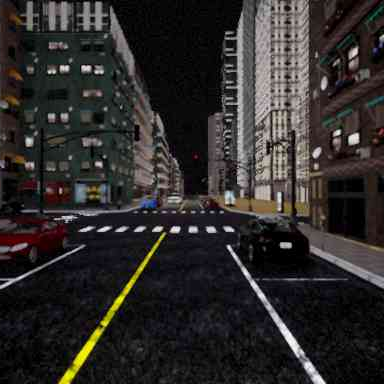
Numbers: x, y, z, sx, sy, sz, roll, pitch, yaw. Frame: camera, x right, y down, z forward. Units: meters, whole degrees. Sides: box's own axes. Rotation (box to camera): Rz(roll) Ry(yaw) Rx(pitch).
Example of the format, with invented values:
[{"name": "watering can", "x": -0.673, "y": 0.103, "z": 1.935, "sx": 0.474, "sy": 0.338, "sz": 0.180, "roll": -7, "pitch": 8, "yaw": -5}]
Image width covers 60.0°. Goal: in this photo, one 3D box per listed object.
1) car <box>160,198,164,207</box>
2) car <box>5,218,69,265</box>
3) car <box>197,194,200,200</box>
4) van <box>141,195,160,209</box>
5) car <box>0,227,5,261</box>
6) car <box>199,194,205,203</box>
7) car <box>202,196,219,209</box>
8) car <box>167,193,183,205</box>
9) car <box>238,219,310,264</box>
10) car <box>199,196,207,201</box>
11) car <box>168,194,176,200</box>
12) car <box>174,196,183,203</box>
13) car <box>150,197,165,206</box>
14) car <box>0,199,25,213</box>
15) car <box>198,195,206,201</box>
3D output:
[{"name": "car", "x": -5.687, "y": 1.330, "z": 49.556, "sx": 2.192, "sy": 1.841, "sz": 5.009, "roll": 0, "pitch": 0, "yaw": 0}, {"name": "car", "x": -5.685, "y": 1.582, "z": 11.634, "sx": 1.802, "sy": 1.307, "sz": 4.206, "roll": 0, "pitch": 0, "yaw": 0}, {"name": "car", "x": 2.690, "y": 1.471, "z": 71.667, "sx": 1.967, "sy": 1.590, "sz": 4.097, "roll": 0, "pitch": 0, "yaw": 0}, {"name": "van", "x": -5.687, "y": 1.353, "z": 44.029, "sx": 1.690, "sy": 1.788, "sz": 3.998, "roll": 0, "pitch": 0, "yaw": 0}, {"name": "car", "x": -5.684, "y": 1.566, "z": 6.111, "sx": 1.947, "sy": 1.339, "sz": 4.313, "roll": 0, "pitch": 0, "yaw": 0}, {"name": "car", "x": 2.692, "y": 1.459, "z": 55.084, "sx": 1.967, "sy": 1.590, "sz": 4.097, "roll": 0, "pitch": 0, "yaw": 0}, {"name": "car", "x": 2.692, "y": 1.594, "z": 44.028, "sx": 1.802, "sy": 1.307, "sz": 4.206, "roll": 0, "pitch": 0, "yaw": 0}, {"name": "car", "x": -3.045, "y": 1.240, "z": 58.416, "sx": 2.150, "sy": 2.045, "sz": 5.566, "roll": 0, "pitch": 0, "yaw": 1}, {"name": "car", "x": 2.696, "y": 1.566, "z": 11.623, "sx": 1.947, "sy": 1.339, "sz": 4.313, "roll": 0, "pitch": 0, "yaw": 0}, {"name": "car", "x": 2.688, "y": 1.594, "z": 82.722, "sx": 2.008, "sy": 1.369, "sz": 4.403, "roll": 0, "pitch": 0, "yaw": 0}, {"name": "car", "x": -5.693, "y": 1.497, "z": 93.777, "sx": 1.967, "sy": 1.590, "sz": 4.097, "roll": 0, "pitch": 0, "yaw": 0}, {"name": "car", "x": -3.007, "y": 1.554, "z": 73.906, "sx": 1.812, "sy": 1.442, "sz": 4.674, "roll": 0, "pitch": 0, "yaw": 0}, {"name": "car", "x": -5.690, "y": 1.563, "z": 55.084, "sx": 1.887, "sy": 1.381, "sz": 4.507, "roll": 0, "pitch": 0, "yaw": 0}, {"name": "car", "x": -18.787, "y": 1.355, "z": 32.868, "sx": 4.313, "sy": 1.339, "sz": 1.947, "roll": 1, "pitch": -1, "yaw": 0}, {"name": "car", "x": 2.688, "y": 1.595, "z": 88.250, "sx": 1.887, "sy": 1.381, "sz": 4.507, "roll": 0, "pitch": 0, "yaw": 0}]
